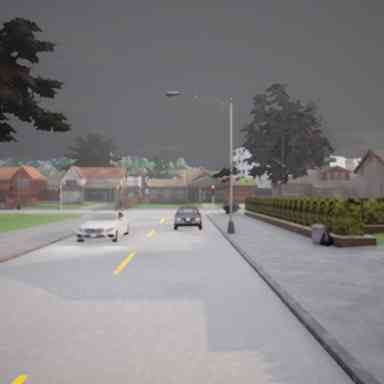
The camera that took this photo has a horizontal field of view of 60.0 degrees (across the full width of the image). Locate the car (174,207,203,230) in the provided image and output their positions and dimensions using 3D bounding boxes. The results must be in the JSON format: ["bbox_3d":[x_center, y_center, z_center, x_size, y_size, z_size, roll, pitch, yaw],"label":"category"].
[{"bbox_3d":[-0.259,1.700,22.330,2.033,1.411,5.357,0,0,-1],"label":"car"}]

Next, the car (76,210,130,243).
[{"bbox_3d":[-4.342,1.642,16.887,1.812,1.442,4.674,0,0,-1],"label":"car"}]
